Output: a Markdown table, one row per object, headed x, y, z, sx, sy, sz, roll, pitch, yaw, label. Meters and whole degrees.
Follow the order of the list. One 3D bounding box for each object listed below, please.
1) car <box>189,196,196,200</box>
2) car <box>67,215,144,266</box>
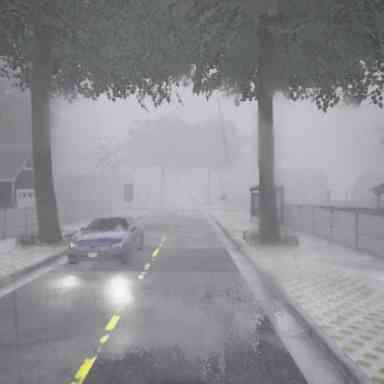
| x | y | z | sx | sy | sz | roll | pitch | yaw | label |
| --- | --- | --- | --- | --- | --- | --- | --- | --- | --- |
| 0.074 | 1.954 | 83.102 | 1.994 | 1.385 | 4.181 | 0 | -1 | 0 | car |
| -2.852 | 1.570 | 11.919 | 1.812 | 1.442 | 4.674 | 0 | 0 | 0 | car |
